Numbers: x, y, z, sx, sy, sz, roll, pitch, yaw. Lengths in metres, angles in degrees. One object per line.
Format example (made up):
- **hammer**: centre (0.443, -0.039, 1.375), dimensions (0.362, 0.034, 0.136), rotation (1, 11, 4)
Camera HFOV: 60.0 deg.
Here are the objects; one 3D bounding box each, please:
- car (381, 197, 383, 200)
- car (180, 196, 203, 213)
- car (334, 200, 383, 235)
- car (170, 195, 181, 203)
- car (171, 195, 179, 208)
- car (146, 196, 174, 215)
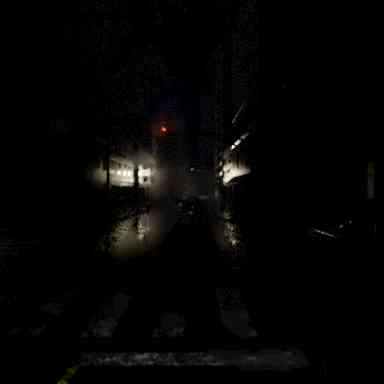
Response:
- **car**: centre (12.103, 0.978, 19.127), dimensions (5.009, 1.841, 2.192), rotation (-1, 2, 0)
- **car**: centre (0.066, 1.236, 33.378), dimensions (1.882, 1.535, 5.008), rotation (0, 0, 1)
- **car**: centre (10.044, 1.274, 16.478), dimensions (5.357, 1.411, 2.033), rotation (-1, 1, 0)
- **car**: centre (-2.934, 1.197, 60.370), dimensions (1.895, 1.301, 4.718), rotation (0, 0, 0)
- **car**: centre (-3.045, 1.261, 40.454), dimensions (2.033, 1.411, 5.357), rotation (0, 0, 1)
- **car**: centre (-3.061, 1.338, 31.127), dimensions (1.994, 1.385, 4.181), rotation (0, 0, 0)
